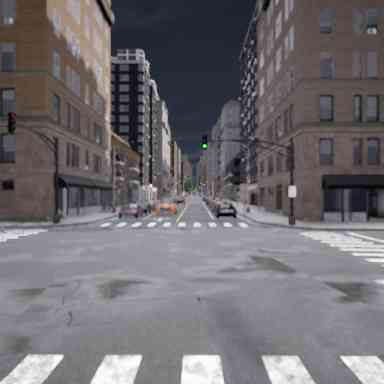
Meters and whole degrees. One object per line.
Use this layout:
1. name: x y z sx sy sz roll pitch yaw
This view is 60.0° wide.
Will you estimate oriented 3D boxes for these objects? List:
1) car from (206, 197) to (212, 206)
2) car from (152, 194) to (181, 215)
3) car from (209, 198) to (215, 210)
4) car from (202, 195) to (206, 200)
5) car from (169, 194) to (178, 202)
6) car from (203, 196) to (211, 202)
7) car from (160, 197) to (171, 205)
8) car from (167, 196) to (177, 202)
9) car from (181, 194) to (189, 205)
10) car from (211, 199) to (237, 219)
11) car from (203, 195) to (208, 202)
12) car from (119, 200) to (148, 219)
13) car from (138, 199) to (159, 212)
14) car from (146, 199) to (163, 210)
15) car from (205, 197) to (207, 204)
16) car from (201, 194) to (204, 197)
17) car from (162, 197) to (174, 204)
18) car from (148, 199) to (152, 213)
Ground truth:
1. car: 3.181 1.652 41.321 2.008 1.369 4.403 1 0 1
2. car: -2.582 1.434 35.109 2.097 1.767 4.553 0 0 1
3. car: 3.104 1.633 35.791 1.887 1.381 4.507 1 0 1
4. car: 3.566 1.714 68.972 2.008 1.369 4.403 1 0 1
5. car: -4.725 1.518 85.663 2.192 1.841 5.009 1 0 1
6. car: 3.797 1.781 85.562 1.802 1.307 4.206 1 0 1
7. car: -5.038 1.681 63.378 1.752 1.417 4.829 1 0 1
8. car: -4.804 1.757 80.134 1.947 1.339 4.313 1 0 1
9. car: -2.180 1.700 63.950 2.033 1.411 5.357 0 0 1
10. car: 3.027 1.641 30.260 1.947 1.339 4.313 1 0 1
11. car: 3.412 1.705 57.911 1.947 1.339 4.313 1 0 1
12. car: -5.498 1.661 30.375 1.802 1.307 4.206 1 0 1
13. car: -5.344 1.656 41.433 2.008 1.369 4.403 1 0 1
14. car: -5.267 1.663 46.961 1.887 1.381 4.507 1 0 1
15. car: 3.258 1.659 46.851 1.887 1.381 4.507 1 0 1
16. car: 3.720 1.753 80.032 1.947 1.339 4.313 1 0 1
17. car: -4.959 1.734 69.077 1.947 1.339 4.313 1 0 1
18. car: -5.421 1.658 35.904 1.947 1.339 4.313 1 0 1
